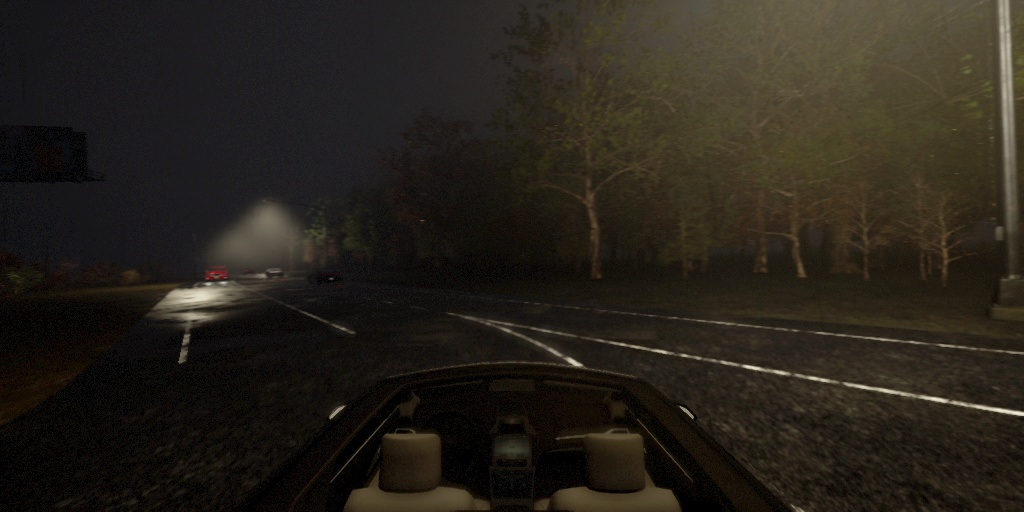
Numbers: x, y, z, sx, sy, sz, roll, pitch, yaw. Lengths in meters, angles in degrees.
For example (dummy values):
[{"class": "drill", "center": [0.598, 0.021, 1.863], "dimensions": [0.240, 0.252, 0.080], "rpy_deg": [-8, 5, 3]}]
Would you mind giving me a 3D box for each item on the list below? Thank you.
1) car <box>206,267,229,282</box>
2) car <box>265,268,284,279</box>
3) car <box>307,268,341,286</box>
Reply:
[{"class": "car", "center": [-40.825, 2.520, 49.750], "dimensions": [2.150, 2.045, 5.566], "rpy_deg": [-3, 1, -36]}, {"class": "car", "center": [-35.619, 2.561, 53.717], "dimensions": [2.128, 1.511, 4.902], "rpy_deg": [-2, 0, -41]}, {"class": "car", "center": [-17.029, 1.844, 32.397], "dimensions": [1.882, 1.535, 5.008], "rpy_deg": [-2, 0, -41]}]
